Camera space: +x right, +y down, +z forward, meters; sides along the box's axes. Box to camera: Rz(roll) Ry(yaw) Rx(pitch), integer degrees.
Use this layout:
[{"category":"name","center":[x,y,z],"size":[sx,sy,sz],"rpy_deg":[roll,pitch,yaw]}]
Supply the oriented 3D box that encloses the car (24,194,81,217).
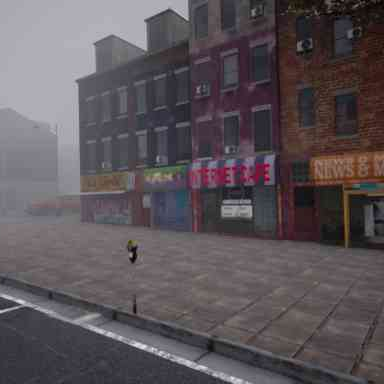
[{"category":"car","center":[-13.483,1.283,32.877],"size":[2.150,2.045,5.566],"rpy_deg":[-2,-1,36]}]
